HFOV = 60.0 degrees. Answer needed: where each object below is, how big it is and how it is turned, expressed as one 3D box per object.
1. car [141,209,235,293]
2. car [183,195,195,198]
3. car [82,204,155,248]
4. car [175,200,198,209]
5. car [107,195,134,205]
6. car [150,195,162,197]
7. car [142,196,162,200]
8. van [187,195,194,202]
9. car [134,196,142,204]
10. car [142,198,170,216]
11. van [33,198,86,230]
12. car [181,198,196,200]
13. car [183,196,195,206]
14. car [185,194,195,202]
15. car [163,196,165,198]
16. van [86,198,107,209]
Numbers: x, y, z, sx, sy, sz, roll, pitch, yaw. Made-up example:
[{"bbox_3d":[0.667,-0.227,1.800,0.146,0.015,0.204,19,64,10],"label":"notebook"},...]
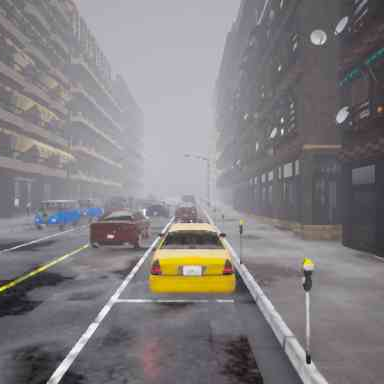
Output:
[{"bbox_3d":[0.005,1.462,8.843,1.801,1.575,5.366,0,0,0],"label":"car"},{"bbox_3d":[-0.427,1.490,37.286,1.967,1.590,4.097,1,0,0],"label":"car"},{"bbox_3d":[-3.020,1.496,14.786,1.882,1.535,5.008,0,0,0],"label":"car"},{"bbox_3d":[-0.436,1.571,26.224,1.887,1.381,4.507,1,0,0],"label":"car"},{"bbox_3d":[-8.311,1.365,37.346,2.192,1.841,5.009,1,0,0],"label":"car"},{"bbox_3d":[-8.313,1.470,70.529,2.192,1.841,5.009,1,0,0],"label":"car"},{"bbox_3d":[-5.770,1.674,46.795,1.994,1.385,4.181,0,0,0],"label":"car"},{"bbox_3d":[-0.469,1.575,87.068,1.690,1.788,3.998,1,0,0],"label":"van"},{"bbox_3d":[-8.311,1.378,42.876,2.192,1.841,5.009,1,0,0],"label":"car"},{"bbox_3d":[-3.020,1.567,29.791,1.812,1.442,4.674,0,0,0],"label":"car"},{"bbox_3d":[-8.311,1.358,20.753,1.690,1.788,3.998,2,0,0],"label":"van"},{"bbox_3d":[-0.436,1.582,31.754,1.887,1.381,4.507,1,0,0],"label":"car"},{"bbox_3d":[-0.469,1.553,59.411,1.967,1.590,4.097,1,0,0],"label":"car"},{"bbox_3d":[-0.468,1.521,81.536,2.192,1.841,5.009,1,0,0],"label":"car"},{"bbox_3d":[-8.321,1.846,92.653,1.802,1.307,4.206,1,0,0],"label":"car"},{"bbox_3d":[-8.312,1.368,26.286,1.690,1.788,3.998,1,0,0],"label":"van"}]
